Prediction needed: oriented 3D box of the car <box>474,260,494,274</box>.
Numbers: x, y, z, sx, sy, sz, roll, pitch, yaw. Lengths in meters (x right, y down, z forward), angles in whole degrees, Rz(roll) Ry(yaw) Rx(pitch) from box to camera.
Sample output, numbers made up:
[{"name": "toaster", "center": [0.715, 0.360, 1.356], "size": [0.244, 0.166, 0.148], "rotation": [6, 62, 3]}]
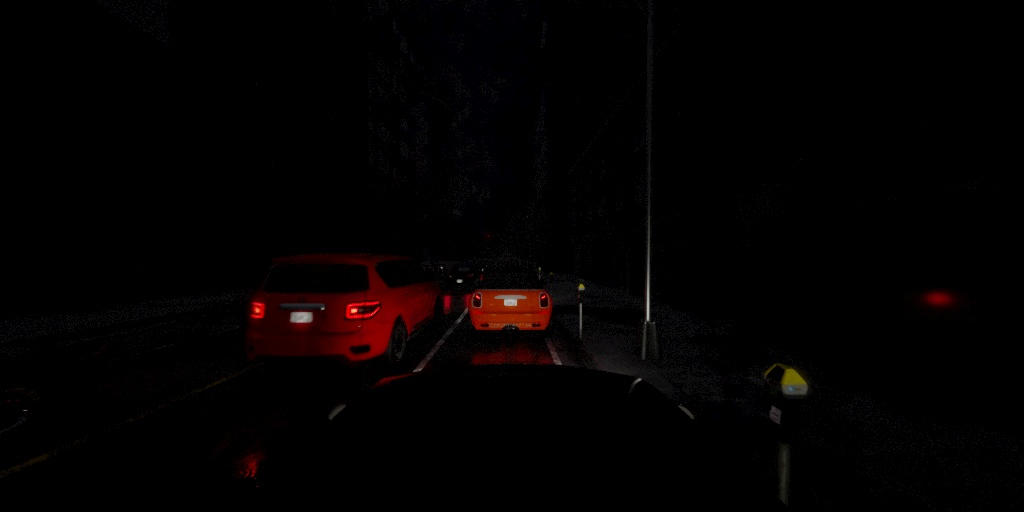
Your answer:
[{"name": "car", "center": [-3.144, 1.255, 40.953], "size": [1.837, 1.490, 4.892], "rotation": [0, 0, 0]}]

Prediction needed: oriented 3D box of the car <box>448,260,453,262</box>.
[{"name": "car", "center": [-8.908, 1.303, 45.945], "size": [2.007, 1.370, 4.403], "rotation": [0, 0, 0]}]

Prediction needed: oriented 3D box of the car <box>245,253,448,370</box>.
[{"name": "car", "center": [-3.043, 0.971, 7.865], "size": [2.150, 2.045, 5.566], "rotation": [0, 0, 0]}]

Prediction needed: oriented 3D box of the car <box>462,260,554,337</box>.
[{"name": "car", "center": [-0.032, 1.101, 10.472], "size": [2.097, 1.767, 4.553], "rotation": [0, 0, 0]}]

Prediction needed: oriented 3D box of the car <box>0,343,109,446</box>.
[{"name": "car", "center": [-6.245, 1.350, 2.433], "size": [1.895, 1.301, 4.718], "rotation": [0, 0, 0]}]

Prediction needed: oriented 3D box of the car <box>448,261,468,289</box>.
[{"name": "car", "center": [-3.043, 1.273, 23.001], "size": [1.812, 1.442, 4.674], "rotation": [0, 0, 0]}]
